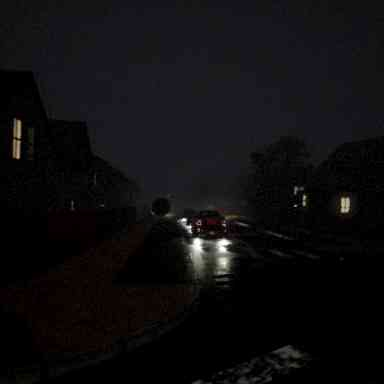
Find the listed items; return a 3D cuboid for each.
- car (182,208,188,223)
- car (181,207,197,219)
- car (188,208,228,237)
[{"bbox_3d":[0.394,2.600,34.350,2.033,1.411,5.357,1,-2,-3],"label":"car"},{"bbox_3d":[-0.448,3.029,48.753,2.128,1.511,4.902,1,-2,-3],"label":"car"},{"bbox_3d":[1.115,2.012,22.591,2.097,1.767,4.553,1,-2,-3],"label":"car"}]
